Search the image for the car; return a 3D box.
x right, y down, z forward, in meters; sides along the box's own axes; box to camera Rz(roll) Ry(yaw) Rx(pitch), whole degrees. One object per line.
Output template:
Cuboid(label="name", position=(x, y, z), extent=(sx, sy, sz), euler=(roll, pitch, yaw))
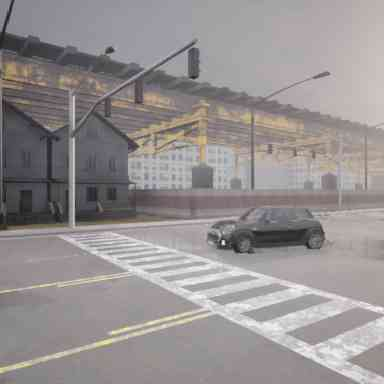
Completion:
Cuboid(label="car", position=(2.872, 1.352, 13.204), extent=(4.553, 1.767, 2.097), euler=(0, 0, -17))
